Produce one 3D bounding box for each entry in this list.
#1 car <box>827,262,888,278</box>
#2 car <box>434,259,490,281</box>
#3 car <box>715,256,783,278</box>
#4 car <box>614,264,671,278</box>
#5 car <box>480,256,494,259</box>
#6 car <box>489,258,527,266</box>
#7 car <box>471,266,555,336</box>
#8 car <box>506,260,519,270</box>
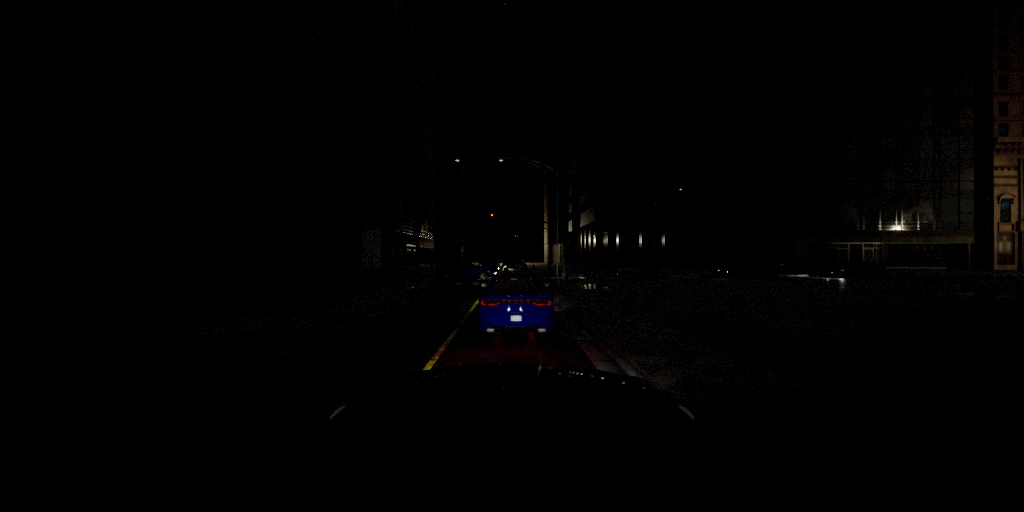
[{"bbox_3d":[32.072,1.276,33.322,4.674,1.442,1.812,0,0,0],"label":"car"},{"bbox_3d":[-3.944,1.238,30.080,5.008,1.535,1.882,0,0,0],"label":"car"},{"bbox_3d":[21.975,0.986,33.326,5.566,2.045,2.150,0,0,-1],"label":"car"},{"bbox_3d":[12.024,1.371,33.308,4.718,1.301,1.895,0,0,3],"label":"car"},{"bbox_3d":[-3.136,0.999,45.826,2.150,2.045,5.566,0,0,-2],"label":"car"},{"bbox_3d":[0.140,1.107,19.283,2.097,1.767,4.553,0,0,2],"label":"car"},{"bbox_3d":[0.093,1.229,10.414,1.882,1.535,5.008,0,0,0],"label":"car"},{"bbox_3d":[0.058,1.337,56.181,2.033,1.411,5.357,0,0,0],"label":"car"}]
